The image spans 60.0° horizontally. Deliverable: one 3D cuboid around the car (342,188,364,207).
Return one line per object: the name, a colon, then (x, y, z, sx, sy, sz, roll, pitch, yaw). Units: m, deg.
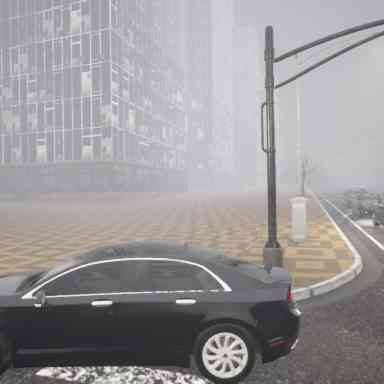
car: (13.214, 0.454, 26.688, 2.128, 1.511, 4.902, -1, 2, 18)

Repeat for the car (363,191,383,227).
car: (9.124, 0.928, 14.345, 2.128, 1.511, 4.902, -1, 2, 18)

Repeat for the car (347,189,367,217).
car: (11.196, 0.759, 20.631, 1.994, 1.385, 4.181, -1, 2, 17)

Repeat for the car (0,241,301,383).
car: (-1.002, 1.505, 4.746, 4.892, 1.490, 1.837, 0, 0, 0)
